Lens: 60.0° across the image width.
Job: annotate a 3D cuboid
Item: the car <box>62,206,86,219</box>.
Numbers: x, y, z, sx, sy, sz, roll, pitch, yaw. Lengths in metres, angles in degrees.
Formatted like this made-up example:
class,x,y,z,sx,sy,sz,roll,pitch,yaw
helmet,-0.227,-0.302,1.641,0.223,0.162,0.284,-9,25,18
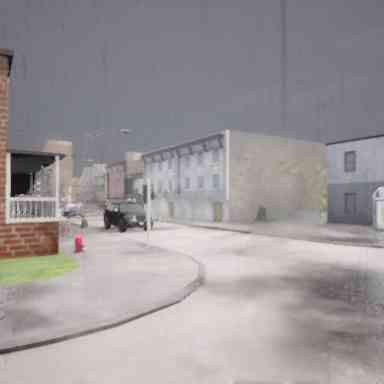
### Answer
class,x,y,z,sx,sy,sz,roll,pitch,yaw
car,-14.348,2.442,40.147,2.033,1.411,5.357,1,-2,-31

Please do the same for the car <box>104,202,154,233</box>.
class,x,y,z,sx,sy,sz,roll,pitch,yaw
car,-4.748,1.766,24.275,2.150,2.045,5.566,1,-1,-31
